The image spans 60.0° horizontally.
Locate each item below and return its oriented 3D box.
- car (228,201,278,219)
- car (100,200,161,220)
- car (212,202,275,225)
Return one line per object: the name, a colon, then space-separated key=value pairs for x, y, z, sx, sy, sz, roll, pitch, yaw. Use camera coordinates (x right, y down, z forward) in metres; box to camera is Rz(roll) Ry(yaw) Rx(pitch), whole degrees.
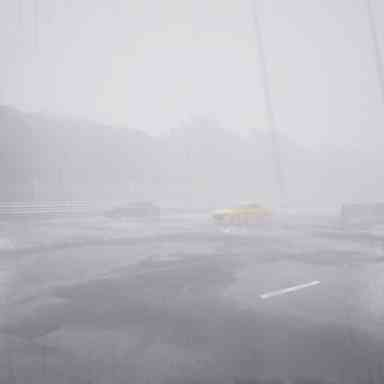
car: x=5.440 y=1.553 z=29.543 sx=4.181 sy=1.385 sz=1.994 roll=0 pitch=0 yaw=-36
car: x=-4.787 y=1.408 z=26.409 sx=4.892 sy=1.490 sz=1.837 roll=2 pitch=0 yaw=-36
car: x=3.695 y=1.469 z=23.946 sx=5.008 sy=1.535 sz=1.882 roll=0 pitch=0 yaw=-36
